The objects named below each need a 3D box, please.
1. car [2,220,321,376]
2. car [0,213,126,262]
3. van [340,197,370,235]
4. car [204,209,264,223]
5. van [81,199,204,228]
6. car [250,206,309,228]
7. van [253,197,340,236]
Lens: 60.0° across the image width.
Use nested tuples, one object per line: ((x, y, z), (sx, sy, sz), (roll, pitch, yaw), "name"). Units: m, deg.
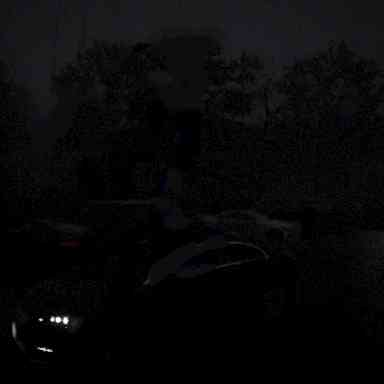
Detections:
((-0.254, 1.492, 5.651), (4.902, 1.511, 2.128), (0, 0, -35), "car")
((-4.536, 1.526, 10.330), (4.674, 1.452, 2.002), (-1, -1, 34), "car")
((7.546, 1.284, 18.825), (4.442, 1.987, 1.878), (-1, -1, 35), "van")
((0.258, 1.533, 13.758), (4.674, 1.452, 2.002), (-1, -1, 35), "car")
((-2.042, 1.262, 11.987), (4.442, 1.987, 1.878), (-1, -1, 34), "van")
((2.654, 1.537, 15.471), (4.674, 1.452, 2.002), (-1, -1, 34), "car")
((4.951, 1.280, 17.240), (4.442, 1.987, 1.878), (-1, -1, 34), "van")
